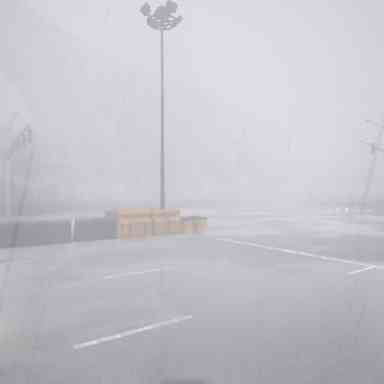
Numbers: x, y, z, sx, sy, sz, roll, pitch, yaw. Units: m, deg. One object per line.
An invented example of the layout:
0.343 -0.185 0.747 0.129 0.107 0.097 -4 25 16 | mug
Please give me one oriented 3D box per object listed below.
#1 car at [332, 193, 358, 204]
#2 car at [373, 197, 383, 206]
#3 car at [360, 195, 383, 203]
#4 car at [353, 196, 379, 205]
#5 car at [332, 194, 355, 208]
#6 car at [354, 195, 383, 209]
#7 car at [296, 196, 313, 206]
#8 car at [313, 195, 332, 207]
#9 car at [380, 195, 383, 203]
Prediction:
26.267 1.136 57.164 4.553 1.767 2.097 0 0 -35 | car
30.042 1.386 51.277 4.718 1.301 1.895 0 0 -35 | car
33.924 1.282 62.563 5.357 1.411 2.033 0 0 -36 | car
28.526 1.346 54.467 4.181 1.385 1.994 0 0 -34 | car
21.943 1.376 45.512 5.357 1.411 2.033 0 0 -36 | car
22.902 1.360 41.890 4.674 1.442 1.812 0 0 -35 | car
18.126 1.319 51.378 4.902 1.511 2.128 0 0 -36 | car
20.395 1.178 48.698 4.553 1.767 2.097 0 0 -35 | car
35.908 1.247 59.679 4.892 1.490 1.837 0 0 -36 | car
